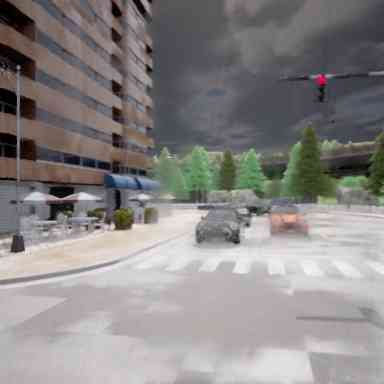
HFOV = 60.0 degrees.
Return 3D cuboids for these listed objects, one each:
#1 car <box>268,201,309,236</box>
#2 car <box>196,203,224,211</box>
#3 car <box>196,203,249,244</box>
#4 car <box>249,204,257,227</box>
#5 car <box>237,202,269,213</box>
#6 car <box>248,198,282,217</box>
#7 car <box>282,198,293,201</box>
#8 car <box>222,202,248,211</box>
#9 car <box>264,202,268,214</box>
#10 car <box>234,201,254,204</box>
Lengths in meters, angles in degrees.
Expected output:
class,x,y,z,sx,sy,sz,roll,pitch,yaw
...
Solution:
class,x,y,z,sx,sy,sz,roll,pitch,yaw
car,5.940,1.637,20.566,2.097,1.767,4.553,-1,-1,13
car,3.092,2.591,57.854,4.718,1.301,1.895,-2,-1,44
car,1.596,1.628,17.401,2.097,1.767,4.553,-1,-1,13
car,3.866,1.965,26.596,2.033,1.411,5.357,-1,-1,13
car,8.943,2.266,49.504,2.128,1.511,4.902,0,-1,-26
car,8.233,1.833,40.003,2.150,2.045,5.566,0,-1,-10
car,12.871,1.950,49.337,2.150,2.045,5.566,0,-1,-23
car,7.558,2.514,58.353,1.994,1.385,4.181,0,-1,-44
car,7.861,1.917,29.503,2.128,1.511,4.902,-1,-1,10
car,5.091,2.092,36.759,1.837,1.490,4.892,-1,-1,-4
